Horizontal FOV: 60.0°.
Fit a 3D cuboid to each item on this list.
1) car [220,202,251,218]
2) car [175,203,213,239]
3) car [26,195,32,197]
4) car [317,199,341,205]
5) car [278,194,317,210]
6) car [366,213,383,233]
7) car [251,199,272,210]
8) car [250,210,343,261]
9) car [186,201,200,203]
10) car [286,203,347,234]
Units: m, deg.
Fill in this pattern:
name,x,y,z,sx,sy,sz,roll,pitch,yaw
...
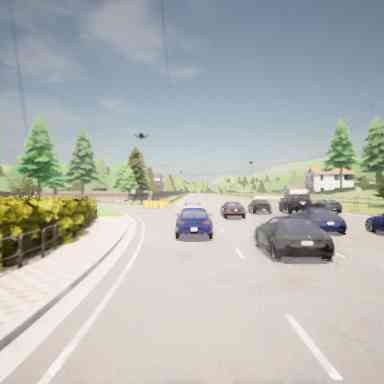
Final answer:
name,x,y,z,sx,sy,sz,roll,pitch,yaw
car,3.603,1.554,29.768,2.033,1.411,5.357,0,0,0
car,0.103,1.529,17.385,1.812,1.442,4.674,0,0,0
car,-39.027,1.536,78.830,4.674,1.442,1.812,0,0,40
car,14.103,1.499,35.176,2.128,1.511,4.902,0,0,0
car,10.603,1.229,34.432,2.150,2.045,5.566,0,0,0
car,10.601,1.529,16.623,1.812,1.442,4.674,0,0,0
car,7.103,1.512,35.283,1.837,1.490,4.892,0,0,0
car,3.601,1.567,12.369,1.994,1.385,4.181,0,0,0
car,0.102,1.608,33.660,1.895,1.301,4.718,0,0,0
car,7.102,1.568,19.035,1.994,1.385,4.181,0,0,0
